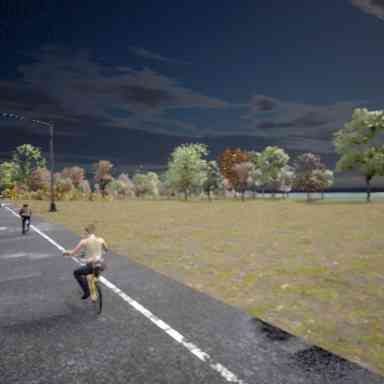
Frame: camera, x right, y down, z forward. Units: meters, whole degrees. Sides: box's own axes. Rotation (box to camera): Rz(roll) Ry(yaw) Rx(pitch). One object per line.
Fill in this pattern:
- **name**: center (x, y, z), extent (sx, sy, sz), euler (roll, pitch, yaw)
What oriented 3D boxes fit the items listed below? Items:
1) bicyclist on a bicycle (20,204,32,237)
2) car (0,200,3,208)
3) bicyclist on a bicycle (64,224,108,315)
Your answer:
- **bicyclist on a bicycle**: center (-8.422, 1.454, 16.894), extent (0.582, 1.620, 1.656), euler (-1, 0, -32)
- **car**: center (-29.936, 1.627, 50.305), extent (1.812, 1.442, 4.674), euler (-1, 0, -32)
- **bicyclist on a bicycle**: center (-1.980, 1.412, 6.429), extent (0.866, 1.612, 1.509), euler (-1, 0, -32)
